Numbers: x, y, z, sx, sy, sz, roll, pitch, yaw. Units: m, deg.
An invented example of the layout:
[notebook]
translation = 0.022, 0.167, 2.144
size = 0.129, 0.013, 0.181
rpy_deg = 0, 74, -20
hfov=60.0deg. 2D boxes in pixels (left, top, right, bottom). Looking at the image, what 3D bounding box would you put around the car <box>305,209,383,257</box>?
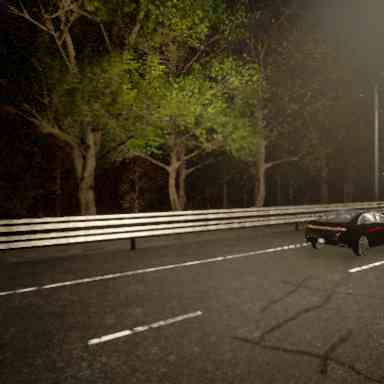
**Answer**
[car]
translation = 6.323, 1.411, 12.655
size = 4.902, 1.511, 2.128
rpy_deg = 0, 0, -36
